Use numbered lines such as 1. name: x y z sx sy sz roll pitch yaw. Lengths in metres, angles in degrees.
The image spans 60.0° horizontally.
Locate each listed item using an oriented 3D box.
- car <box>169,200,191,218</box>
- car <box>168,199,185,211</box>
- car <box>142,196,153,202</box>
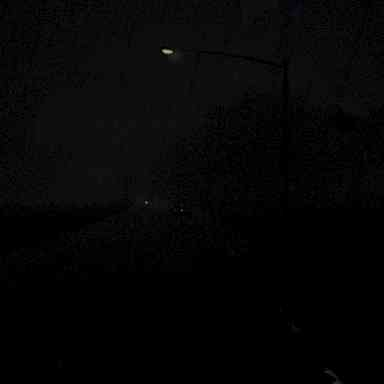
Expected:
1. car: -1.067 1.686 32.335 2.033 1.411 5.357 0 0 -4
2. car: -2.053 1.705 43.789 2.033 1.411 5.357 0 0 -5
3. car: -10.459 1.685 80.716 2.033 1.411 5.357 0 0 -9
